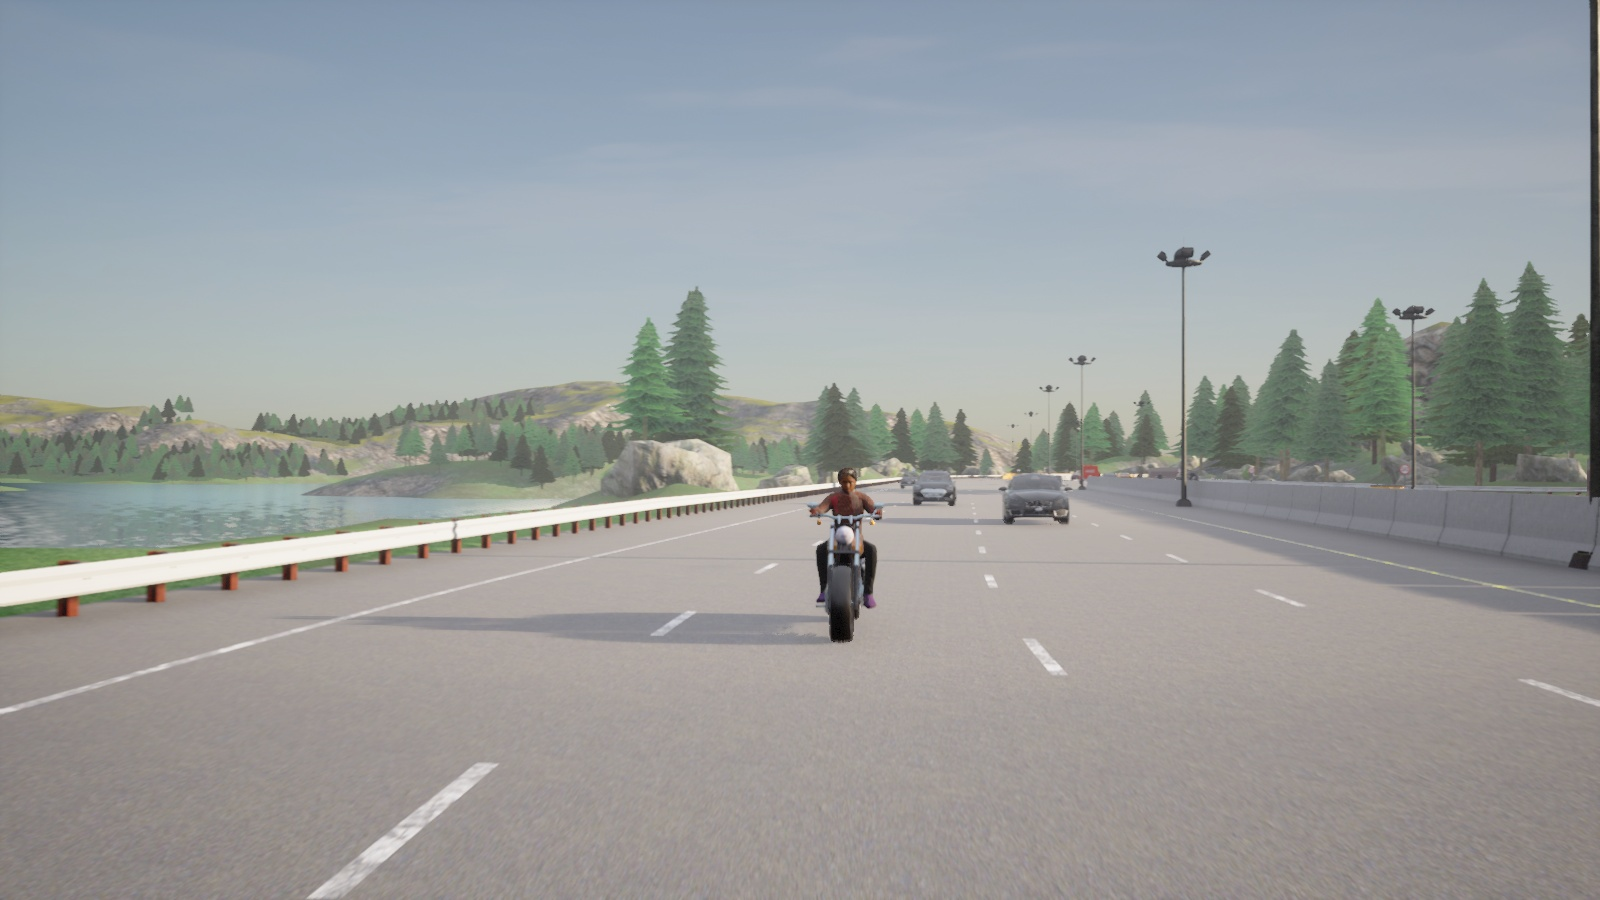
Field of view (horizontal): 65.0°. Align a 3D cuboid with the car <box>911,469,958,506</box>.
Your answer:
[{"bbox_3d":[6.281,1.696,58.152,2.033,1.649,4.856,0,-1,8],"label":"car"}]

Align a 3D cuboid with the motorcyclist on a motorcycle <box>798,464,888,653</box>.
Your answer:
[{"bbox_3d":[0.459,0.969,12.251,0.766,1.649,2.350,0,-1,5],"label":"motorcyclist on a motorcycle"}]

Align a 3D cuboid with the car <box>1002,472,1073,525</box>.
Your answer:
[{"bbox_3d":[7.187,1.436,38.370,1.837,1.490,4.892,0,-1,8],"label":"car"}]
